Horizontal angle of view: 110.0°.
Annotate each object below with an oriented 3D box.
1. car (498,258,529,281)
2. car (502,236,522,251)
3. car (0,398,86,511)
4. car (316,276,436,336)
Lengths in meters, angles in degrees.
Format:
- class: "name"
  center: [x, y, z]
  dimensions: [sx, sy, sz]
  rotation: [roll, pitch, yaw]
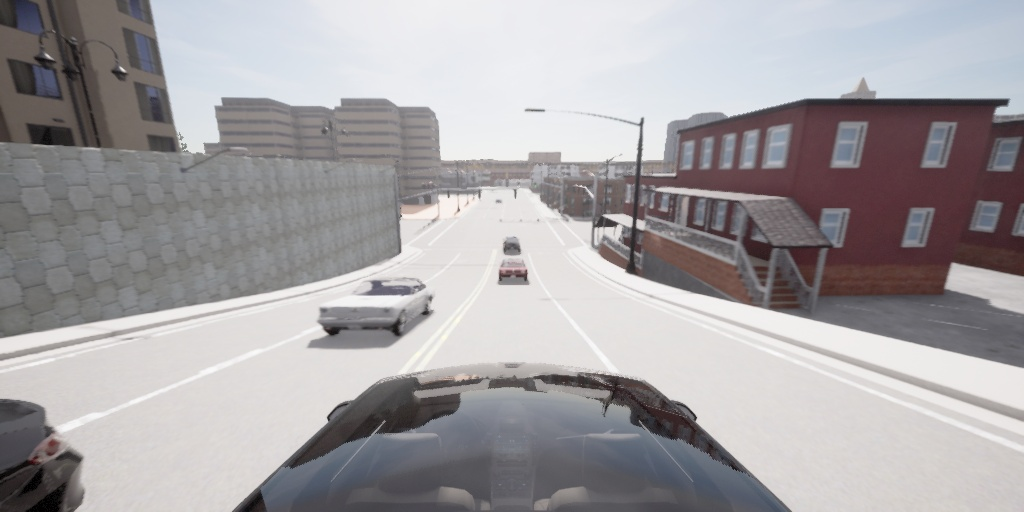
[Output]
- class: "car"
  center: [0.073, 0.790, 23.941]
  dimensions: [1.895, 1.301, 4.718]
  rotation: [0, 5, 0]
- class: "car"
  center: [-0.078, -1.460, 38.885]
  dimensions: [1.812, 1.442, 4.674]
  rotation: [0, 12, -3]
- class: "car"
  center: [-3.597, 1.360, 0.291]
  dimensions: [1.812, 1.442, 4.674]
  rotation: [0, 1, 0]
- class: "car"
  center: [-3.601, 1.298, 10.411]
  dimensions: [1.895, 1.301, 4.718]
  rotation: [0, 1, 0]
